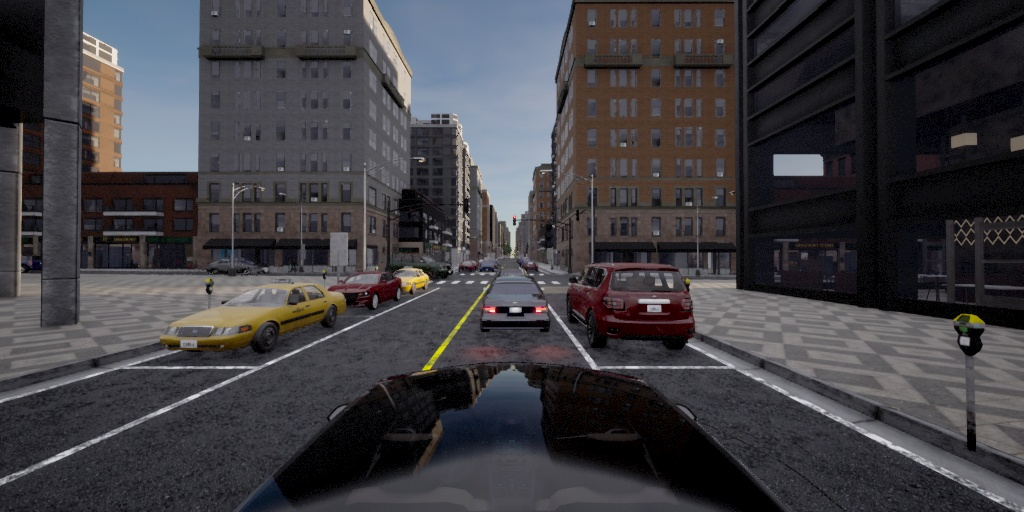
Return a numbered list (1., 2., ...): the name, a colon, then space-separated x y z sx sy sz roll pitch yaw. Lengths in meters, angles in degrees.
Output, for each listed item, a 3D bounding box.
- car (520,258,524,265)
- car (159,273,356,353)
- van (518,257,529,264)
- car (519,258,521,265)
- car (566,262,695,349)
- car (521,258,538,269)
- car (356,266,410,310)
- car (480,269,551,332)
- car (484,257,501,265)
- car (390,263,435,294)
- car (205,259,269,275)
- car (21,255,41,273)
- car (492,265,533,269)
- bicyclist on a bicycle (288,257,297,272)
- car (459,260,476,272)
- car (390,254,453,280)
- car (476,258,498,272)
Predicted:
1. car: 2.529 1.344 53.043 1.802 1.307 4.207 0 0 0
2. car: -5.876 1.277 8.917 1.751 1.417 4.829 0 0 0
3. van: 2.499 1.107 64.390 1.690 1.789 3.998 0 0 0
4. car: 2.514 1.346 58.717 1.802 1.307 4.207 0 0 0
5. car: 2.649 1.066 9.102 2.192 1.841 5.009 0 0 0
6. car: 2.545 1.342 47.370 1.802 1.307 4.207 0 0 0
7. car: -5.892 1.297 14.712 1.888 1.381 4.507 0 0 0
8. car: 0.067 1.299 10.833 2.033 1.411 5.357 0 0 0
9. car: -3.231 1.327 56.651 1.994 1.385 4.181 0 0 0
10. car: -5.907 1.279 20.166 1.751 1.417 4.829 0 0 0
11. car: -24.050 1.026 31.514 4.902 1.511 2.128 1 -1 0
12. car: -47.615 0.703 34.735 4.553 1.767 2.097 1 -1 1
13. car: 0.019 1.355 20.560 1.895 1.301 4.718 0 0 0
14. bicyclist on a bicycle: -23.110 0.908 37.750 0.582 1.620 1.656 0 0 0
15. car: -5.981 1.305 47.356 1.888 1.381 4.507 0 0 0
16. car: -7.710 0.906 30.009 5.566 2.045 2.150 1 0 17
17. car: -3.246 1.308 46.796 2.033 1.411 5.357 0 0 -4
